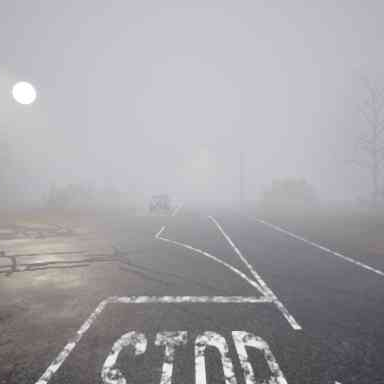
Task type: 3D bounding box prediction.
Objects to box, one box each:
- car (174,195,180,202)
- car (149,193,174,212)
[{"bbox_3d":[-3.666,1.429,70.108,2.128,1.511,4.902,0,0,0],"label":"car"},{"bbox_3d":[-3.547,1.188,37.696,2.150,2.045,5.566,0,0,0],"label":"car"}]
